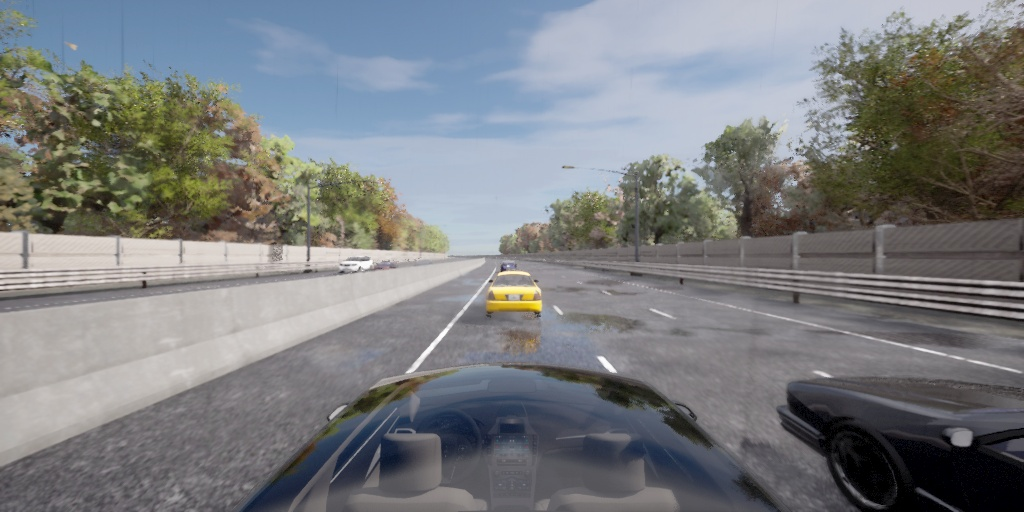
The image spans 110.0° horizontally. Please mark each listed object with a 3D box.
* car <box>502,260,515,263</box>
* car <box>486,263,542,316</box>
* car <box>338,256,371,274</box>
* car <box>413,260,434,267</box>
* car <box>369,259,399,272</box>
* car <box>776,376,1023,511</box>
[{"bbox_3d":[-0.433,1.270,44.457,2.163,1.488,4.792,0,0,-1],"label":"car"},{"bbox_3d":[0.051,1.211,13.238,1.801,1.575,5.366,0,0,0],"label":"car"},{"bbox_3d":[-18.058,0.987,41.813,2.150,2.045,5.566,0,0,-1],"label":"car"},{"bbox_3d":[-11.144,1.243,45.539,1.882,1.535,5.008,0,0,-1],"label":"car"},{"bbox_3d":[-14.556,1.328,41.644,1.994,1.385,4.181,0,0,-1],"label":"car"},{"bbox_3d":[3.603,1.296,1.131,2.033,1.411,5.357,0,0,0],"label":"car"}]
